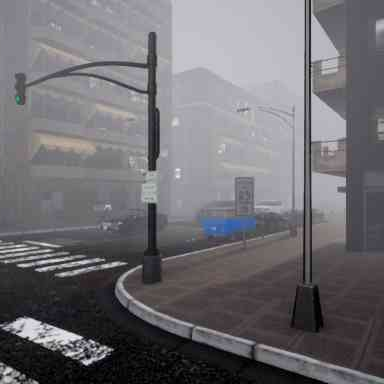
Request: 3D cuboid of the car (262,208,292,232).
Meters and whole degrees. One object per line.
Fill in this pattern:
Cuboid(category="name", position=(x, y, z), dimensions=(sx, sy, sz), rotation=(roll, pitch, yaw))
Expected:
Cuboid(category="car", position=(5.275, 2.035, 23.416), dimensions=(1.947, 1.339, 4.313), rotation=(-1, -2, 35))

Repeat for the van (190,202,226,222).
Cuboid(category="van", position=(1.653, 1.903, 32.731), dimensions=(1.690, 1.788, 3.998), rotation=(-1, -2, 35))

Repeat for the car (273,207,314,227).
Cuboid(category="car", position=(8.485, 2.158, 27.929), dimensions=(1.802, 1.307, 4.206), rotation=(-1, -2, 35))

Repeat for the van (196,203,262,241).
Cuboid(category="van", position=(2.200, 1.704, 18.809), dimensions=(1.690, 1.788, 3.998), rotation=(-1, -2, 35))

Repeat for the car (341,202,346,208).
Cuboid(category="car", position=(40.091, 3.376, 86.754), dimensions=(1.752, 1.417, 4.829), rotation=(-1, -2, 35))

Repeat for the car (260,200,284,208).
Cuboid(category="car", position=(8.816, 1.954, 38.276), dimensions=(2.150, 2.045, 5.566), rotation=(0, -1, 36))

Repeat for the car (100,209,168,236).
Cuboid(category="car", position=(-3.520, 1.815, 20.963), dimensions=(2.128, 1.511, 4.902), rotation=(0, -1, 35))

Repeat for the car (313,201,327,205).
Cuboid(category="car", position=(24.131, 2.890, 64.320), dimensions=(1.802, 1.307, 4.206), rotation=(-1, -2, 35))

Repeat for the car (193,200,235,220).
Cuboid(category="car", position=(2.619, 1.749, 29.574), dimensions=(2.150, 2.045, 5.566), rotation=(0, -1, 37))

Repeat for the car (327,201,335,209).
Cuboid(category="car", position=(27.342, 2.729, 68.840), dimensions=(2.192, 1.841, 5.009), rotation=(-1, -2, 35))

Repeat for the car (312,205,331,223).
Cuboid(category="car", position=(11.697, 2.233, 32.443), dimensions=(2.008, 1.369, 4.403), rotation=(-1, -2, 35))
